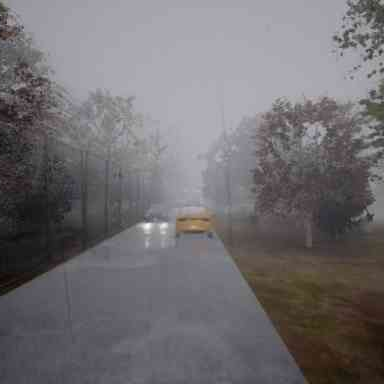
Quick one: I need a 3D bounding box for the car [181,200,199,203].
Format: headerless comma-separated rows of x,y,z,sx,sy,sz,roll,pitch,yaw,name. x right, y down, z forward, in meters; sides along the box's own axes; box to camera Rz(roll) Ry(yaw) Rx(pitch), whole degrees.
0.168,1.777,39.342,2.097,1.767,4.553,0,-1,0,car

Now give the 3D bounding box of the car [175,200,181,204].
-2.485,2.453,69.707,2.097,1.767,4.553,0,-1,0,car

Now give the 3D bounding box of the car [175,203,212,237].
0.105,1.584,18.831,1.882,1.535,5.008,0,-1,0,car

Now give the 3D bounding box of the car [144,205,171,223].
-2.822,1.776,28.347,2.033,1.411,5.357,0,-1,0,car
